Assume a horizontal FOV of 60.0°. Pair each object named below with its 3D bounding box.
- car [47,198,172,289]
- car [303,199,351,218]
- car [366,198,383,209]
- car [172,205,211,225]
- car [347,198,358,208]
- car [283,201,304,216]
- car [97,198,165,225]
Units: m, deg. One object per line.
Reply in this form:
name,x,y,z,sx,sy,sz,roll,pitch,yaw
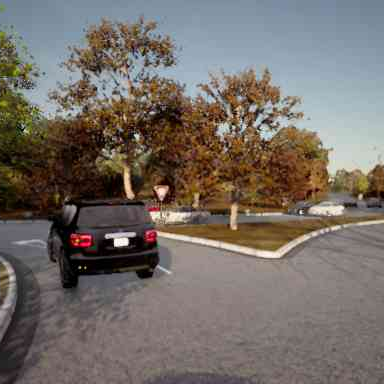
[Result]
car,-2.751,1.206,9.525,2.150,2.045,5.566,0,-1,-27
car,13.191,1.700,32.346,4.674,1.442,1.812,1,0,-38
car,28.003,1.774,51.159,1.837,1.490,4.892,0,0,24
car,-1.165,1.599,23.065,4.718,1.301,1.895,0,0,-28
car,25.315,1.747,53.052,1.882,1.535,5.008,0,0,23
car,11.692,1.687,35.246,4.892,1.490,1.837,1,0,-38
car,-4.499,1.342,24.696,4.553,1.767,2.097,0,0,-30
